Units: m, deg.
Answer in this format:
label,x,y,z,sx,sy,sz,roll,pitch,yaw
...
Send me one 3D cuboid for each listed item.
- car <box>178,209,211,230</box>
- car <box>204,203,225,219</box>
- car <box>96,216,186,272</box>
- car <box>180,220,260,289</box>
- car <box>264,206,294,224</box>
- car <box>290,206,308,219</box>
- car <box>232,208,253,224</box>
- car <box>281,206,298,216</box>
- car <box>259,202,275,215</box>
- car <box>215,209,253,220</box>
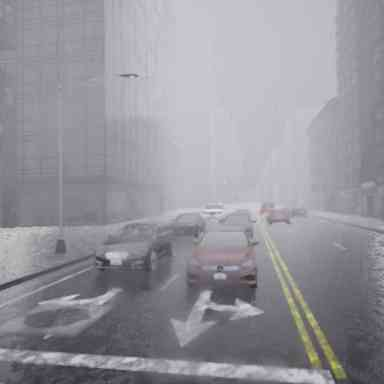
label,x,y,z,sx,sy,sz,roll,pitch,yaw
car,-0.196,2.141,21.903,1.882,1.535,5.008,-1,-2,10
car,2.649,2.319,38.068,2.150,2.045,5.566,-1,-2,10
car,-1.858,1.900,12.388,2.128,1.511,4.902,-1,-2,10
car,1.067,1.824,10.265,1.812,1.442,4.674,-1,-2,10
car,8.545,2.414,33.024,1.994,1.385,4.181,-1,-2,10
car,13.320,2.539,41.865,1.837,1.490,4.892,-1,-2,11
car,5.438,2.513,35.186,2.033,1.411,5.357,-1,-2,10
car,14.768,2.827,50.373,1.994,1.385,4.181,-1,-2,10
car,11.967,2.598,52.709,2.150,2.045,5.566,-1,-2,10
car,2.675,2.022,19.464,1.882,1.535,5.008,-1,-2,10
